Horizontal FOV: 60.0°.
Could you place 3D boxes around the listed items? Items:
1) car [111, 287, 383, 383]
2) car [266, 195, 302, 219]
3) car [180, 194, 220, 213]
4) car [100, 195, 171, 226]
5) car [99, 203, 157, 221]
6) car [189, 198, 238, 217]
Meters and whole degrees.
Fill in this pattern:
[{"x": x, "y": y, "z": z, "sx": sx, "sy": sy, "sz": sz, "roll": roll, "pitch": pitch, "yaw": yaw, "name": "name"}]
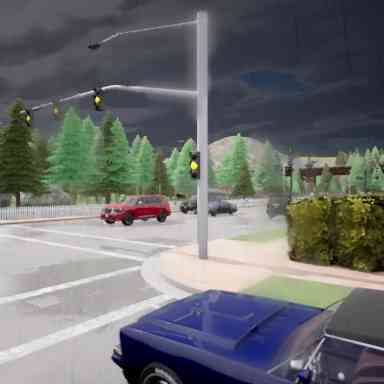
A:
[{"x": 1.482, "y": 1.601, "z": 2.908, "sx": 4.718, "sy": 1.301, "sz": 1.895, "roll": 0, "pitch": 0, "yaw": 36, "name": "car"}, {"x": 8.249, "y": 1.229, "z": 28.003, "sx": 2.150, "sy": 2.045, "sz": 5.566, "roll": 0, "pitch": 0, "yaw": 38, "name": "car"}, {"x": 1.058, "y": 1.239, "z": 36.134, "sx": 2.150, "sy": 2.045, "sz": 5.566, "roll": 0, "pitch": 0, "yaw": 39, "name": "car"}, {"x": -3.932, "y": 1.236, "z": 24.218, "sx": 2.150, "sy": 2.045, "sz": 5.566, "roll": 0, "pitch": 0, "yaw": 38, "name": "car"}, {"x": -5.279, "y": 1.619, "z": 28.152, "sx": 1.895, "sy": 1.301, "sz": 4.718, "roll": 0, "pitch": 0, "yaw": 38, "name": "car"}, {"x": 2.436, "y": 1.562, "z": 32.246, "sx": 2.033, "sy": 1.411, "sz": 5.357, "roll": 0, "pitch": 0, "yaw": 38, "name": "car"}]
